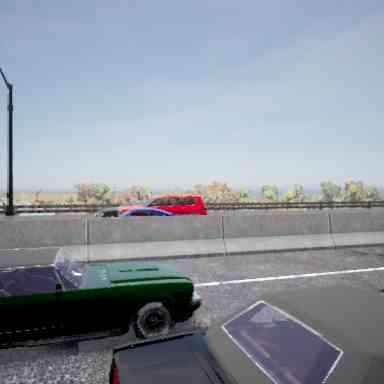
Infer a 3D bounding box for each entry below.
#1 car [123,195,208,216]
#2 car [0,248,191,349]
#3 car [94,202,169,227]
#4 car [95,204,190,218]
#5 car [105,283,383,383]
[{"bbox_3d":[-1.763,1.220,20.367,5.566,2.045,2.150,0,0,-18],"label":"car"},{"bbox_3d":[-2.290,1.601,5.308,4.718,1.301,1.895,0,0,-18],"label":"car"},{"bbox_3d":[-4.251,1.490,23.251,4.902,1.511,2.128,0,0,-18],"label":"car"},{"bbox_3d":[-2.715,1.525,16.395,4.674,1.442,1.812,0,0,-18],"label":"car"},{"bbox_3d":[1.743,1.600,2.913,4.718,1.301,1.895,0,0,-18],"label":"car"}]
